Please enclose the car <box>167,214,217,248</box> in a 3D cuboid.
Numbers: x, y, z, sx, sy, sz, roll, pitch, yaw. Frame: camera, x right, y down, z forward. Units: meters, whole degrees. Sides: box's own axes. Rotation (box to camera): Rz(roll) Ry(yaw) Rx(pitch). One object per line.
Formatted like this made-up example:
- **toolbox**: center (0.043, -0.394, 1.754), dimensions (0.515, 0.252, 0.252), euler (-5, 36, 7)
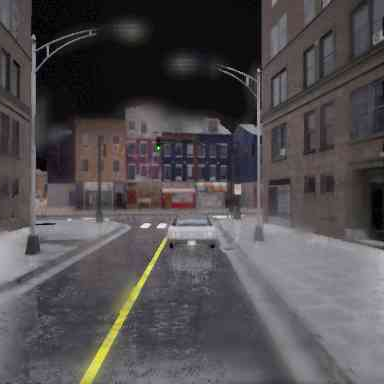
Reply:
- **car**: center (0.000, 1.615, 14.680), dimensions (1.895, 1.301, 4.718), euler (0, 0, 0)
